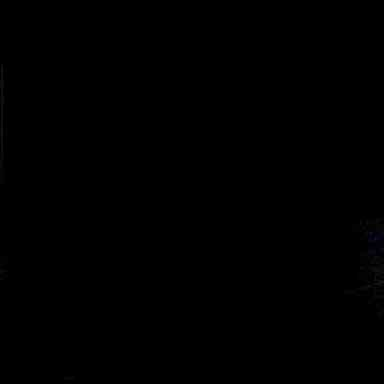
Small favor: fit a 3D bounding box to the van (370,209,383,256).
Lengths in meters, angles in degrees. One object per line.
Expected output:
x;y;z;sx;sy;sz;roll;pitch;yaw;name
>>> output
8.322;1.477;12.485;3.998;1.788;1.690;1;-1;-36;van
